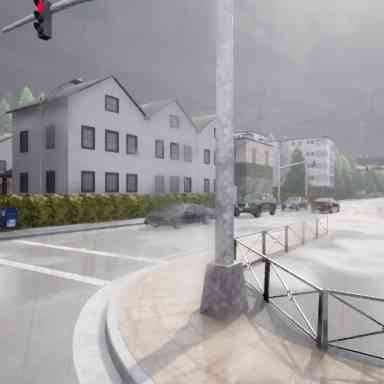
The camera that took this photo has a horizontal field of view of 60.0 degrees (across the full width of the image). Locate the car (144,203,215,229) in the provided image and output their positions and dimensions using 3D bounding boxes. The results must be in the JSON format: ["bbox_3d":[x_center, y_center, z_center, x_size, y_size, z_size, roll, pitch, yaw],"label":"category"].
[{"bbox_3d":[-0.499,1.360,20.198,2.033,1.411,5.357,0,0,35],"label":"car"}]

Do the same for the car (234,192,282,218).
[{"bbox_3d":[5.464,1.034,28.611,2.150,2.045,5.566,0,0,35],"label":"car"}]

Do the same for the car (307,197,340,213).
[{"bbox_3d":[13.528,1.289,33.600,1.882,1.535,5.008,0,0,35],"label":"car"}]

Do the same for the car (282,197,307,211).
[{"bbox_3d":[11.531,1.304,37.094,2.128,1.511,4.902,0,0,36],"label":"car"}]
